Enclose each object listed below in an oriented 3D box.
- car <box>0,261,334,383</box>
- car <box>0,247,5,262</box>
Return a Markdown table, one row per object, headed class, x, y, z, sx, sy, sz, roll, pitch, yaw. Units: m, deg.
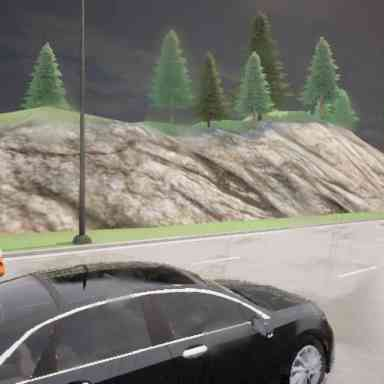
| class | x | y | z | sx | sy | sz | roll | pitch | yaw |
| --- | --- | --- | --- | --- | --- | --- | --- | --- | --- |
| car | -0.519 | 1.504 | 3.378 | 4.892 | 1.490 | 1.837 | 0 | 0 | -36 |
| car | -6.809 | 1.353 | 7.492 | 4.553 | 1.767 | 2.097 | 0 | 0 | -36 |
